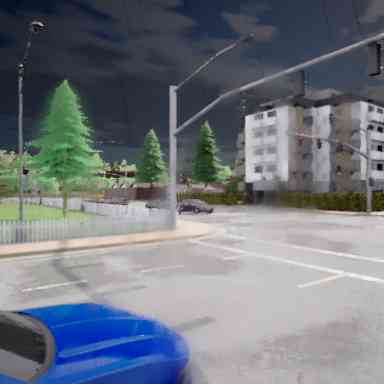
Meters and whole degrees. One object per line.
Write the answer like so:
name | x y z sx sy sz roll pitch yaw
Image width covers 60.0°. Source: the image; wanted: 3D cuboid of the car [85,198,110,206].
car | -14.036 1.558 48.568 1.895 1.301 4.718 0 0 -34

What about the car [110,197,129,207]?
car | -11.029 1.514 50.363 1.994 1.385 4.181 0 0 -34

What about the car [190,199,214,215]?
car | 0.295 1.454 33.444 1.837 1.490 4.892 0 0 -34

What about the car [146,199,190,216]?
car | -2.651 1.450 31.554 2.128 1.511 4.902 0 0 -34

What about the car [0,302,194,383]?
car | -2.269 1.480 2.178 5.008 1.535 1.882 0 0 -35
